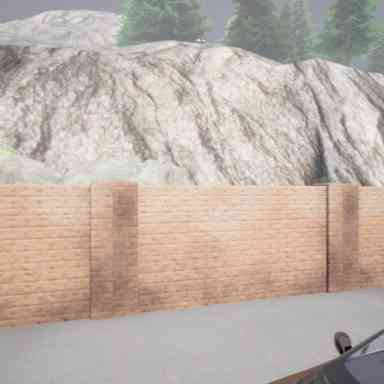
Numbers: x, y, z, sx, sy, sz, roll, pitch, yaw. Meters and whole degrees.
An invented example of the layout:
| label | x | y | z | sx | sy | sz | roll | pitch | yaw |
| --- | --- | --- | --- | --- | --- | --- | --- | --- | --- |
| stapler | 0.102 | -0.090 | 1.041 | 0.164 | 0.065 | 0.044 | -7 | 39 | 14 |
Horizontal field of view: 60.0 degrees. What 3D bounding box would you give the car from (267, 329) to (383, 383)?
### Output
| label | x | y | z | sx | sy | sz | roll | pitch | yaw |
| --- | --- | --- | --- | --- | --- | --- | --- | --- | --- |
| car | 2.148 | 1.492 | 1.920 | 4.902 | 1.511 | 2.128 | 0 | 0 | -18 |
